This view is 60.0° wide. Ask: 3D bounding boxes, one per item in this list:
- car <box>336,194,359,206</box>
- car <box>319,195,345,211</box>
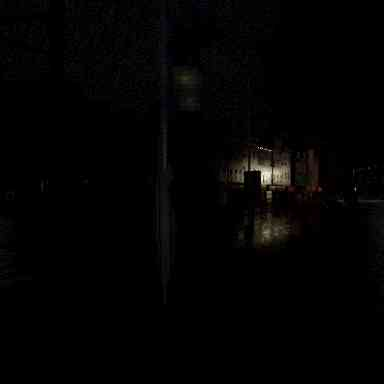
[{"bbox_3d":[22.248,1.364,47.076,1.882,1.535,5.008,-1,0,36],"label":"car"},{"bbox_3d":[16.298,1.399,38.622,2.128,1.511,4.902,-1,0,34],"label":"car"}]
